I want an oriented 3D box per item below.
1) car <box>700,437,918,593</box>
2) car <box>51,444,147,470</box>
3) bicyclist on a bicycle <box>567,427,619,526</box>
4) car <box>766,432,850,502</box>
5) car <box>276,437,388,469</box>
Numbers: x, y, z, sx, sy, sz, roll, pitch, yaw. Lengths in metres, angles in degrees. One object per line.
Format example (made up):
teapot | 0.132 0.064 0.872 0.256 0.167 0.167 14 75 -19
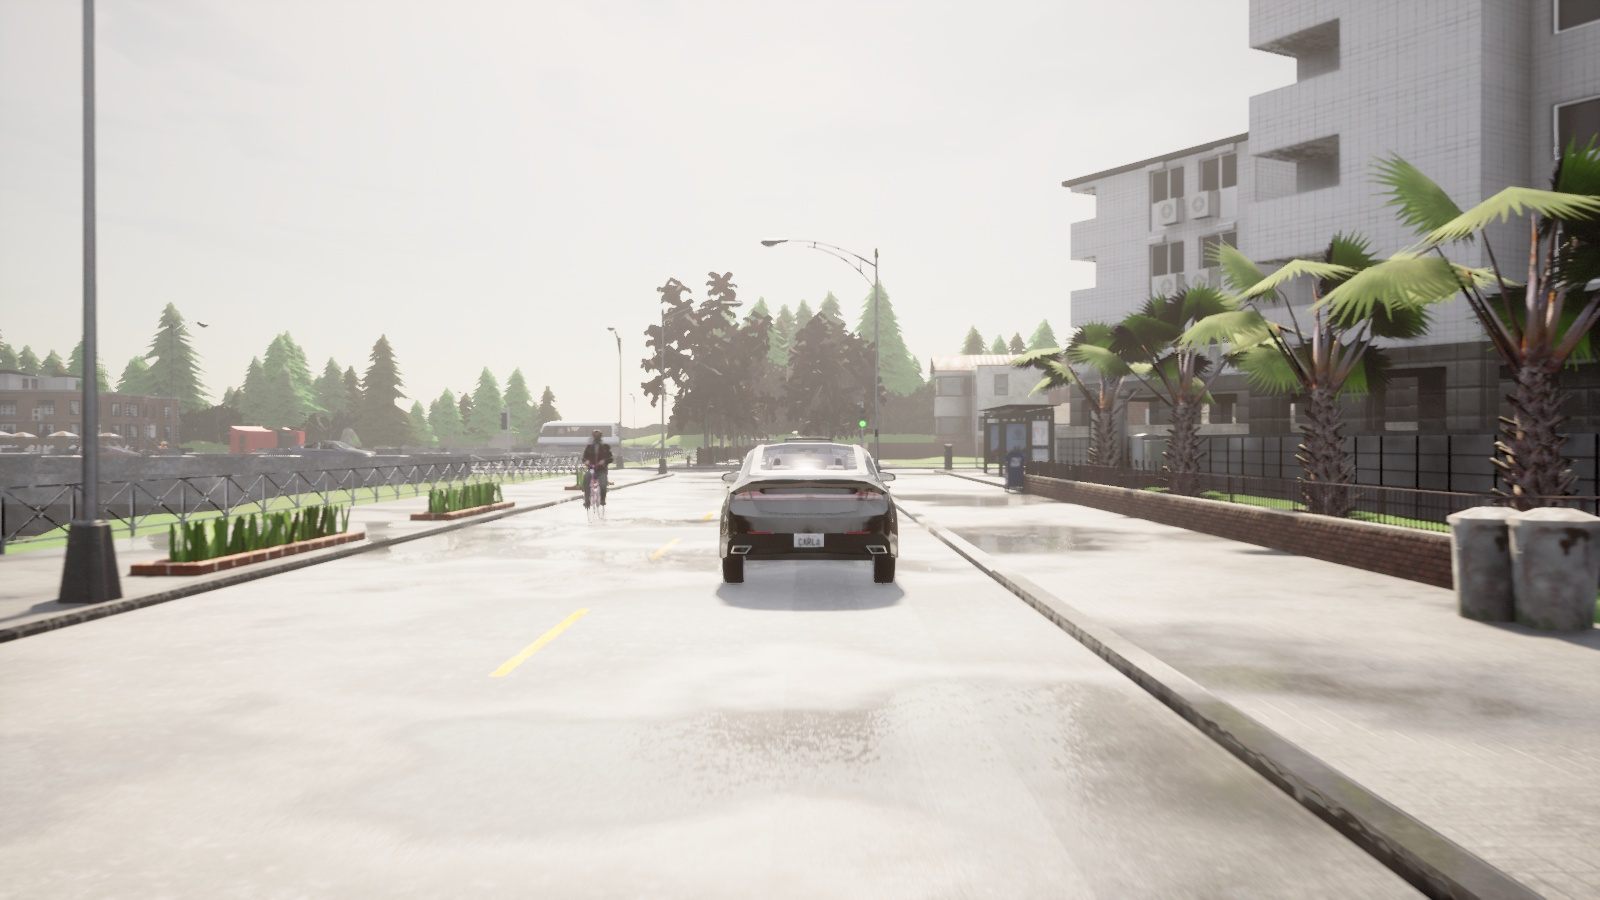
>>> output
car | 0.100 0.620 14.696 2.128 1.511 4.902 0 0 0
car | -38.664 0.389 69.313 4.181 1.385 1.994 0 0 0
bicyclist on a bicycle | -3.850 0.482 23.480 0.659 1.776 1.843 0 0 0
car | 0.211 0.414 33.907 2.097 1.767 4.553 0 0 0
car | -24.267 0.138 65.228 5.027 1.651 2.152 0 0 0
